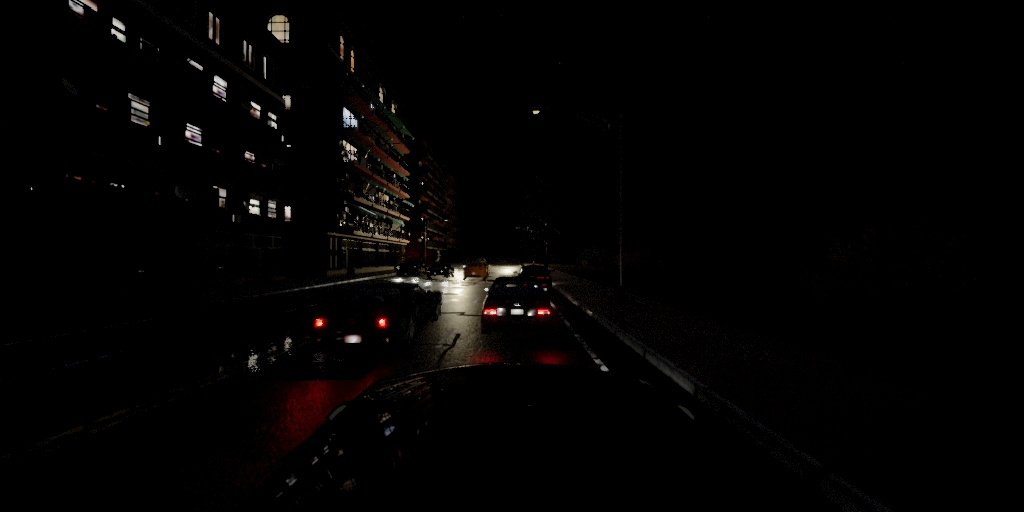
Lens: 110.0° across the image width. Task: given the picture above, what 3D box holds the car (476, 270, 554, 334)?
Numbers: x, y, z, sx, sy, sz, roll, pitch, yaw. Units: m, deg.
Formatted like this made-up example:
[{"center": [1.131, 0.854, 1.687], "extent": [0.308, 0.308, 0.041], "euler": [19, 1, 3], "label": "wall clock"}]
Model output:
[{"center": [0.117, 1.299, 10.551], "extent": [2.033, 1.411, 5.357], "euler": [0, 0, 0], "label": "car"}]

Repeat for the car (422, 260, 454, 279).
[{"center": [-6.544, 1.257, 32.955], "extent": [1.837, 1.490, 4.892], "euler": [0, 0, 0], "label": "car"}]

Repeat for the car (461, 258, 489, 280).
[{"center": [-3.095, 1.230, 31.582], "extent": [1.882, 1.535, 5.008], "euler": [0, 0, 0], "label": "car"}]

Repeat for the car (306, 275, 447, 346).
[{"center": [-3.139, 1.352, 9.319], "extent": [1.895, 1.301, 4.718], "euler": [0, 0, 0], "label": "car"}]

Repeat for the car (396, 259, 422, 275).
[{"center": [-9.790, 1.104, 35.222], "extent": [2.097, 1.767, 4.553], "euler": [0, 0, 0], "label": "car"}]

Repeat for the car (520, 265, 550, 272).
[{"center": [1.171, 1.257, 20.240], "extent": [1.837, 1.490, 4.892], "euler": [0, 0, 0], "label": "car"}]
